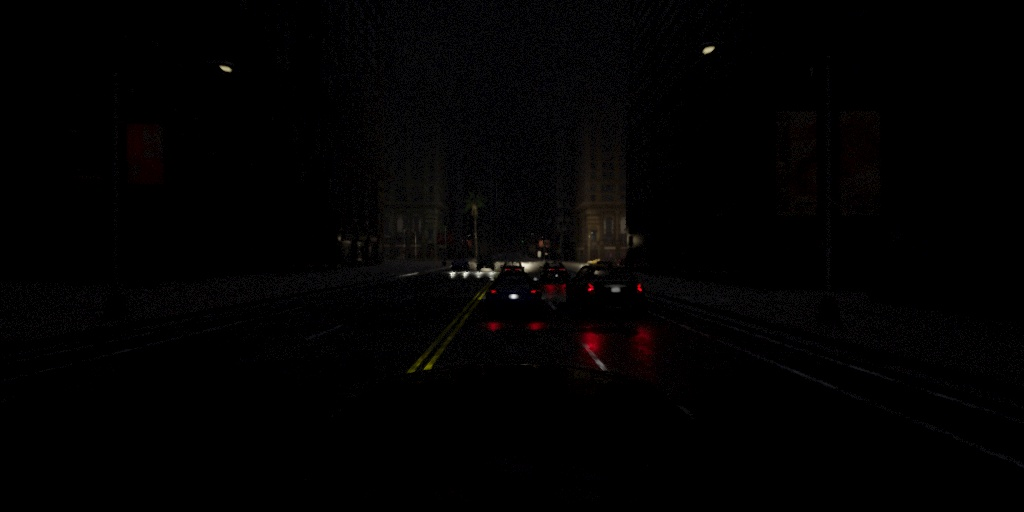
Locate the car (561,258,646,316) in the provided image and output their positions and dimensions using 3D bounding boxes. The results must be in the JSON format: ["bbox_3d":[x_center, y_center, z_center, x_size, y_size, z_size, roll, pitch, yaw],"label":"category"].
[{"bbox_3d":[3.314,1.090,13.528,2.097,1.767,4.553,0,0,0],"label":"car"}]

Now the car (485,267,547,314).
[{"bbox_3d":[0.067,1.303,13.829,1.994,1.385,4.181,0,0,0],"label":"car"}]

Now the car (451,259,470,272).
[{"bbox_3d":[-6.612,1.166,46.316,1.882,1.535,5.008,0,0,0],"label":"car"}]

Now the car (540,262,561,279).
[{"bbox_3d":[3.310,1.216,28.810,2.128,1.511,4.902,0,0,0],"label":"car"}]

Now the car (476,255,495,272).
[{"bbox_3d":[-3.363,0.912,46.583,2.150,2.045,5.566,0,0,0],"label":"car"}]

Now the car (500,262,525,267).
[{"bbox_3d":[0.059,1.216,28.825,2.128,1.511,4.902,0,0,0],"label":"car"}]
